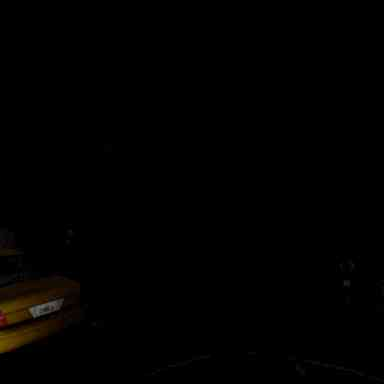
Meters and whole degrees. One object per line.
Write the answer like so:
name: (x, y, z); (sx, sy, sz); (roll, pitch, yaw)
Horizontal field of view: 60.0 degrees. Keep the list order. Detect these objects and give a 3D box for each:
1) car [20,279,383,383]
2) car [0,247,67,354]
car: (0.813, 1.566, 2.499); (4.313, 1.339, 1.947); (0, 0, 35)
car: (-3.826, 1.525, 5.800); (4.829, 1.417, 1.752); (0, 0, 35)
